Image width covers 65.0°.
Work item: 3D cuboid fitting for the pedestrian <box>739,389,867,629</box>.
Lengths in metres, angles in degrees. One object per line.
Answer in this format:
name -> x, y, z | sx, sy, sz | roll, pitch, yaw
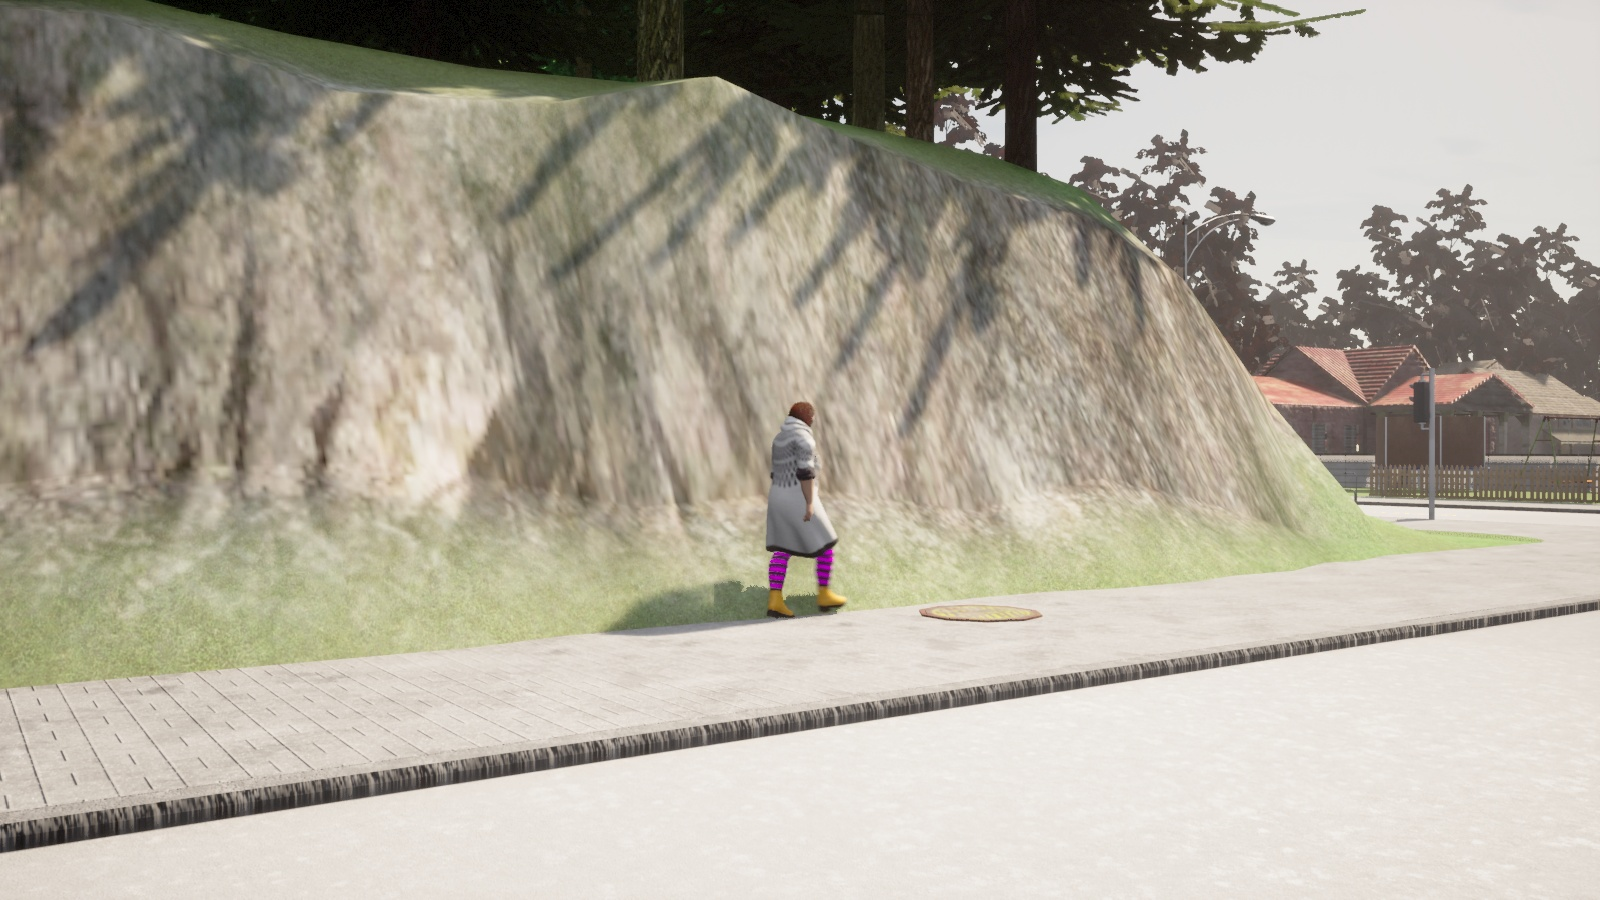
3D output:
pedestrian -> 0.023, 0.481, 10.717 | 0.873, 1.952, 0.659 | 0, 0, -35
